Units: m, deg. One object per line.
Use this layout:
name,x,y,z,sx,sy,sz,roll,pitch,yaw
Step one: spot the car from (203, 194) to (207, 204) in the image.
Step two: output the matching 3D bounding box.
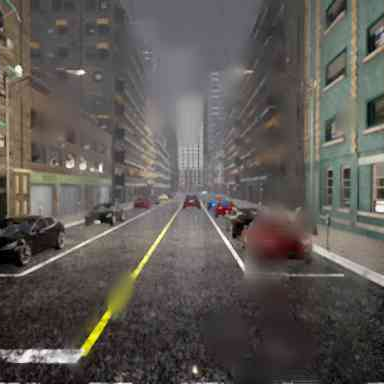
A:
car,2.676,1.303,38.752,1.947,1.339,4.313,0,0,0

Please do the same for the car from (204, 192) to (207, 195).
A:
car,2.672,1.154,55.491,1.752,1.417,4.829,-1,0,0

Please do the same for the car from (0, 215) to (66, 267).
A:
car,-5.700,1.488,11.145,1.947,1.339,4.313,0,0,0

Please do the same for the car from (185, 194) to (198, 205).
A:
car,-0.010,1.138,50.613,1.882,1.535,5.008,0,0,0

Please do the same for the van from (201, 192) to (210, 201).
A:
van,2.668,0.901,66.367,1.690,1.788,3.998,-1,0,0

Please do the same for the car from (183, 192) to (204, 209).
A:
car,-0.009,1.077,40.558,2.097,1.767,4.553,0,0,0

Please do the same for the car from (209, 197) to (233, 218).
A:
car,2.678,1.354,27.704,1.887,1.381,4.507,0,0,0

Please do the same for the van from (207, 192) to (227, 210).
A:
van,2.675,1.114,33.226,1.690,1.788,3.998,0,0,0

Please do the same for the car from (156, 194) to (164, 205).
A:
car,-5.707,1.248,49.809,1.802,1.307,4.206,0,0,0

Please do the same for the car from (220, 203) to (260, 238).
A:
car,2.680,1.450,16.658,1.947,1.339,4.313,0,0,0

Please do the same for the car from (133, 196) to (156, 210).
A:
car,-5.705,1.282,38.762,1.887,1.381,4.507,0,0,0

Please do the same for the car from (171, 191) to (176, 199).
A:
car,-5.713,1.024,82.949,1.947,1.339,4.313,0,0,0

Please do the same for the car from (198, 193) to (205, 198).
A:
car,2.665,0.941,93.984,2.008,1.369,4.403,-1,0,0

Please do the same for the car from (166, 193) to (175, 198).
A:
car,-5.715,0.969,88.472,1.887,1.381,4.507,-1,0,0

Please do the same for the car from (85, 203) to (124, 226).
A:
car,-5.702,1.413,22.192,1.947,1.339,4.313,0,0,0

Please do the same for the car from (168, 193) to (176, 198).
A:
car,-5.716,0.936,93.996,1.887,1.381,4.507,-1,0,0

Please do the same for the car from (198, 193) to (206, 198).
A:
car,2.666,0.974,88.461,2.008,1.369,4.403,-1,0,0

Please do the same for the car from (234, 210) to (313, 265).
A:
car,2.681,1.503,11.135,1.802,1.307,4.206,0,0,0

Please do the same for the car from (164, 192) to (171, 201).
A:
car,-5.711,1.087,66.209,1.752,1.417,4.829,0,0,0
